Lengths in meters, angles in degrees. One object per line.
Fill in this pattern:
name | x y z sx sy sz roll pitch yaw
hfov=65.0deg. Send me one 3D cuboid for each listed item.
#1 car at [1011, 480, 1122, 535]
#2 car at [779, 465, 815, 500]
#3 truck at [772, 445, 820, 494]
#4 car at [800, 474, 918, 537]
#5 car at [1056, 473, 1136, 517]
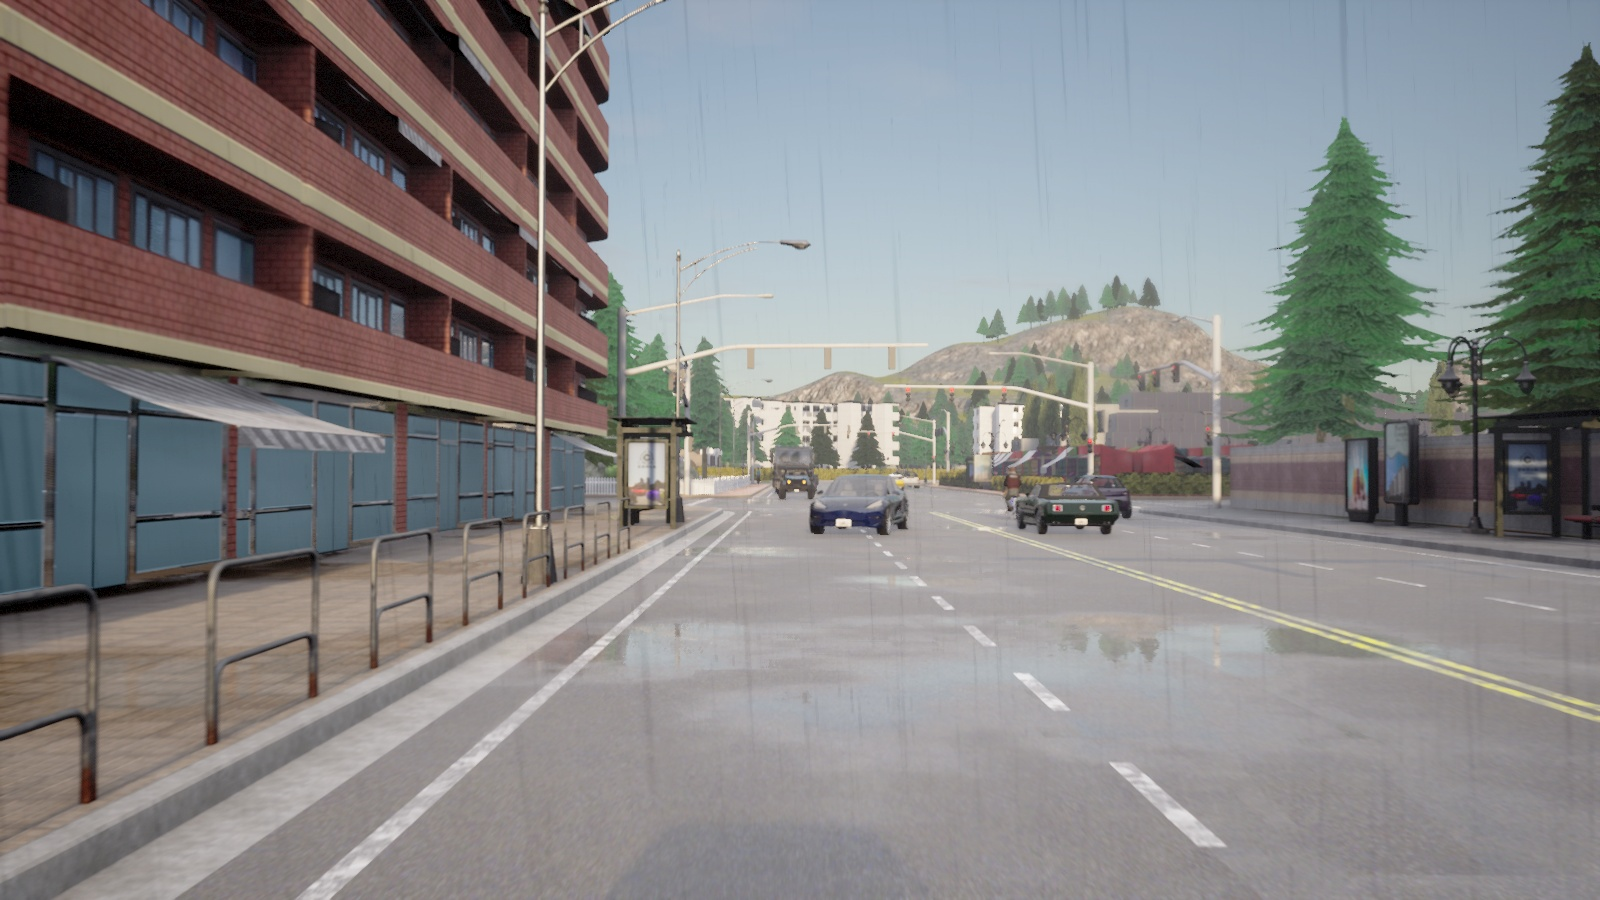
car | 6.919 1.457 33.094 1.895 1.301 4.718 0 -1 0
car | -0.171 1.806 69.917 1.905 1.878 3.866 0 -1 0
truck | -0.216 1.421 92.238 2.891 3.462 7.936 0 -1 4
car | 1.617 1.368 32.514 2.163 1.488 4.792 0 -1 14
car | 10.392 1.550 44.310 1.816 1.474 4.193 0 -1 0
